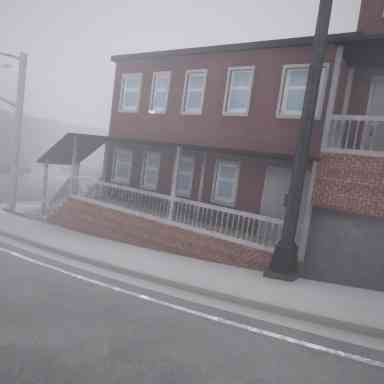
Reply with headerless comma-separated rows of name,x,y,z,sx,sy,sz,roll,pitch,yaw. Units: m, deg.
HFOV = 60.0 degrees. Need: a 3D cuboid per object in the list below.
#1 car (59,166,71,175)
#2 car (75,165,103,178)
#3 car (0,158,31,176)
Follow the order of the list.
car,-14.946,-2.947,43.790,1.895,1.301,4.718,11,7,35
car,-12.119,-2.384,41.804,1.895,1.301,4.718,11,7,35
car,-18.595,-2.391,32.806,1.895,1.301,4.718,11,6,34
